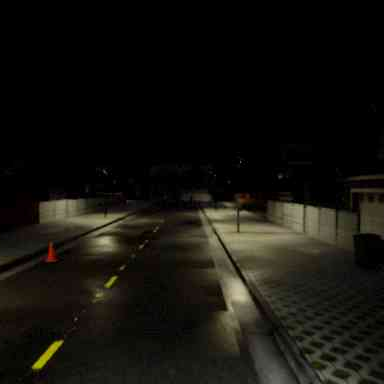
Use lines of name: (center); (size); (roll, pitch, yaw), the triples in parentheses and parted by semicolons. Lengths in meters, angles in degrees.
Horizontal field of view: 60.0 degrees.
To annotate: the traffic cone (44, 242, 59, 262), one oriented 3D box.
traffic cone: (-4.470, 1.891, 10.574); (0.340, 0.580, 0.340); (0, 0, 0)
